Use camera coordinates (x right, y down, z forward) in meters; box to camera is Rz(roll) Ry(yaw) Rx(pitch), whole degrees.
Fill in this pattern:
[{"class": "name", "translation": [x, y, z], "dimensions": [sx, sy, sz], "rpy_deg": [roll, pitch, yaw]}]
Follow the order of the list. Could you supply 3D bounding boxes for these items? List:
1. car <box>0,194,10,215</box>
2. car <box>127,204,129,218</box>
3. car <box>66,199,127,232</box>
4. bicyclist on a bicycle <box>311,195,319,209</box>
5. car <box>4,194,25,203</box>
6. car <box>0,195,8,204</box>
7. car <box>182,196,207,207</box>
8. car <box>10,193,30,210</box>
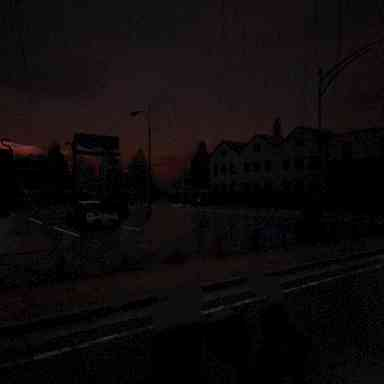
[{"class": "car", "translation": [-17.955, 1.113, 29.821], "dimensions": [1.932, 1.855, 4.605], "rpy_deg": [0, 0, -36]}, {"class": "car", "translation": [-6.480, 1.313, 25.732], "dimensions": [2.007, 1.523, 4.514], "rpy_deg": [0, 0, -36]}, {"class": "car", "translation": [-5.347, 1.248, 17.869], "dimensions": [1.970, 1.475, 3.806], "rpy_deg": [0, 0, -36]}, {"class": "bicyclist on a bicycle", "translation": [13.626, 1.124, 36.816], "dimensions": [1.656, 1.620, 0.582], "rpy_deg": [0, 0, -35]}, {"class": "car", "translation": [-39.017, 1.328, 73.206], "dimensions": [3.866, 1.878, 1.905], "rpy_deg": [0, 0, -36]}, {"class": "car", "translation": [-39.242, 1.495, 66.078], "dimensions": [4.611, 1.667, 2.242], "rpy_deg": [0, 0, -36]}, {"class": "car", "translation": [0.407, 1.349, 48.836], "dimensions": [1.812, 1.442, 4.674], "rpy_deg": [0, 0, -36]}, {"class": "car", "translation": [-19.870, 1.092, 38.130], "dimensions": [1.905, 1.878, 3.866], "rpy_deg": [0, 0, -36]}]
